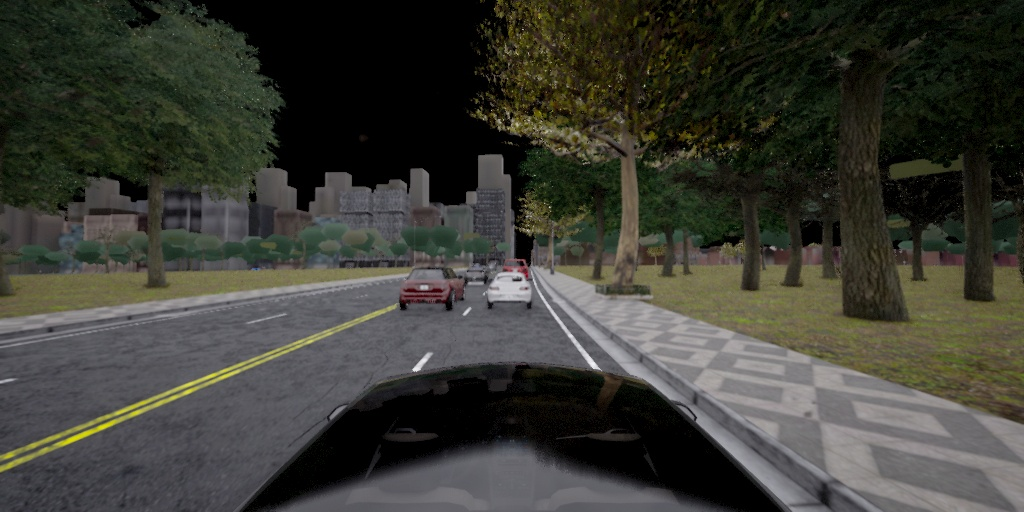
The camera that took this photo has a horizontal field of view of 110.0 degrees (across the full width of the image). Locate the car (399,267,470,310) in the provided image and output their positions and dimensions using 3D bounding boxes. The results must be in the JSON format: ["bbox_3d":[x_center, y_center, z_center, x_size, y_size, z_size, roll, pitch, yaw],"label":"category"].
[{"bbox_3d":[-3.321,1.249,15.805,2.097,1.767,4.553,0,-1,1],"label":"car"}]

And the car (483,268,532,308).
[{"bbox_3d":[-0.062,1.429,16.061,1.812,1.442,4.674,0,-1,1],"label":"car"}]

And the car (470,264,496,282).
[{"bbox_3d":[-2.880,1.588,30.966,2.128,1.511,4.902,0,-1,3],"label":"car"}]

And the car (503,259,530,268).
[{"bbox_3d":[0.351,1.306,30.537,2.150,2.045,5.566,0,-1,3],"label":"car"}]
